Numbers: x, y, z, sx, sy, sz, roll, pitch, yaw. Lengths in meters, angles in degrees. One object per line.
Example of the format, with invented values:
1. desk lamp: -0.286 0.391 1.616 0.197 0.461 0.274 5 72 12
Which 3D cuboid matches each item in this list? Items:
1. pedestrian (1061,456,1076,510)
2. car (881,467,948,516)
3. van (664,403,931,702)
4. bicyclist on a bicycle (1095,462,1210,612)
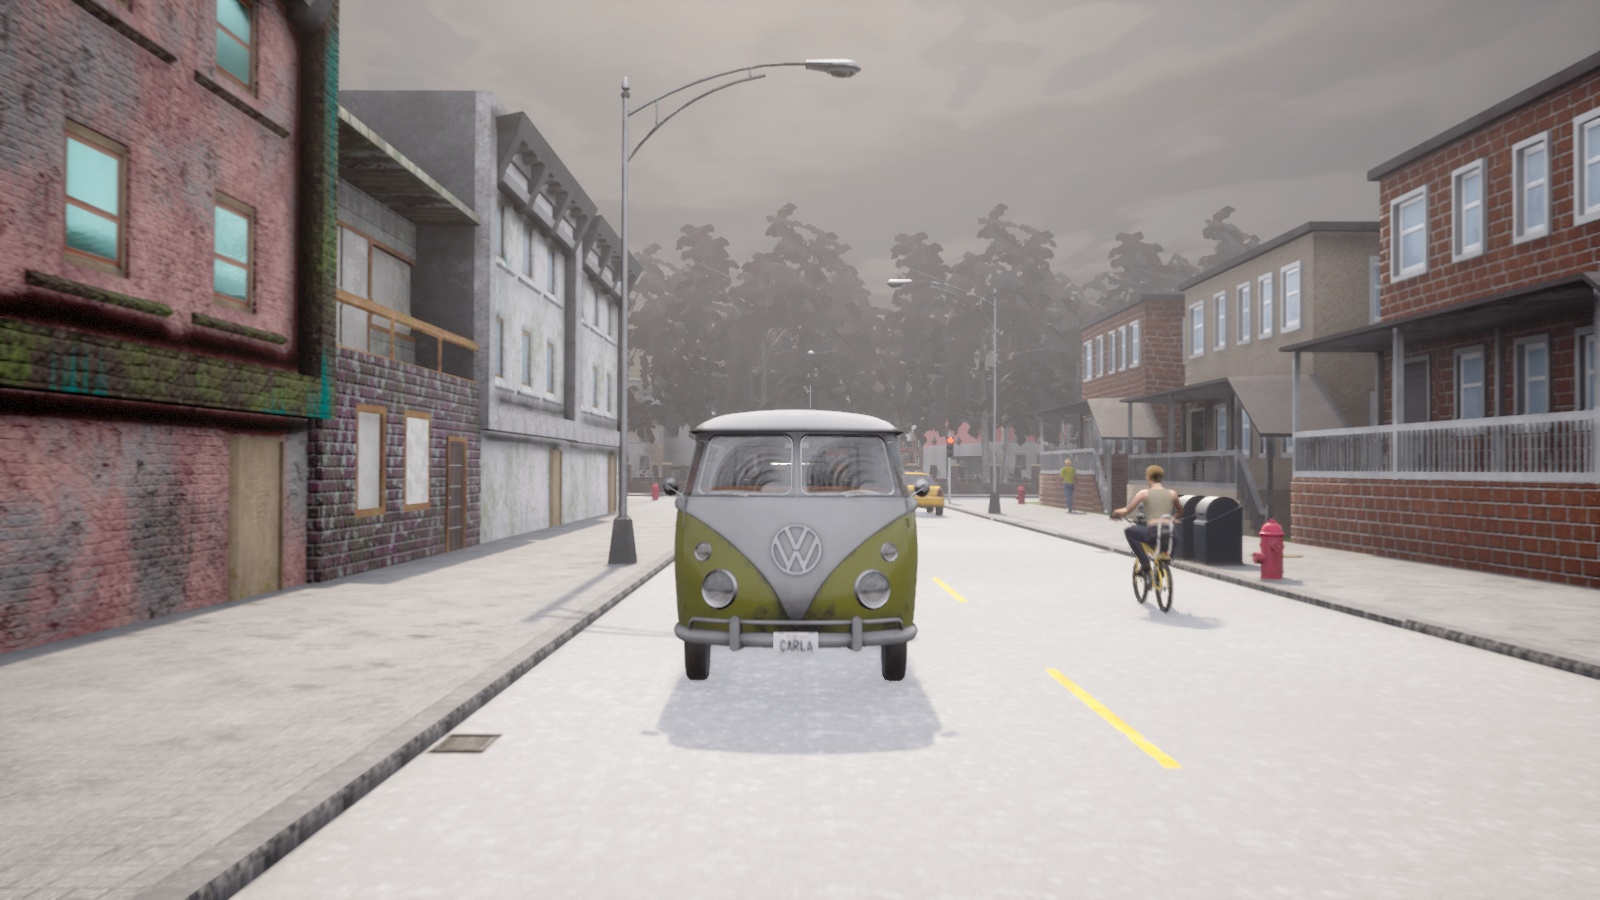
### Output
1. pedestrian: 9.163 1.126 42.869 0.354 1.836 0.706 0 -1 1
2. car: 3.900 1.385 43.391 1.801 1.575 5.366 0 -1 0
3. van: -0.025 0.725 10.606 1.775 1.987 4.442 0 -1 0
4. bicyclist on a bicycle: 3.962 0.946 14.249 0.866 1.612 1.509 0 -1 0
